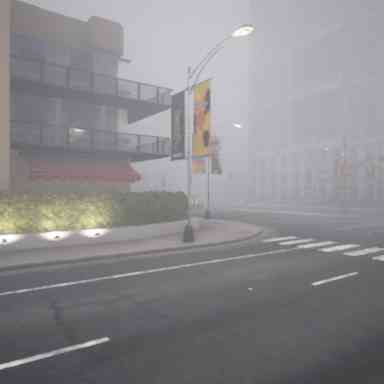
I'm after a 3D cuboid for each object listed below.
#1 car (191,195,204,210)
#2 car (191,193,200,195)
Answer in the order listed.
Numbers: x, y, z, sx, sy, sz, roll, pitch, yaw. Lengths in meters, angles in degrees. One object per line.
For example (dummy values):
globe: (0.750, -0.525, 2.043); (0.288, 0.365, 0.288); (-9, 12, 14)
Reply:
car: (-0.447, 1.529, 43.501); (1.882, 1.535, 5.008); (0, 0, -35)
car: (0.126, 1.298, 63.928); (2.150, 2.045, 5.566); (0, 0, -20)
